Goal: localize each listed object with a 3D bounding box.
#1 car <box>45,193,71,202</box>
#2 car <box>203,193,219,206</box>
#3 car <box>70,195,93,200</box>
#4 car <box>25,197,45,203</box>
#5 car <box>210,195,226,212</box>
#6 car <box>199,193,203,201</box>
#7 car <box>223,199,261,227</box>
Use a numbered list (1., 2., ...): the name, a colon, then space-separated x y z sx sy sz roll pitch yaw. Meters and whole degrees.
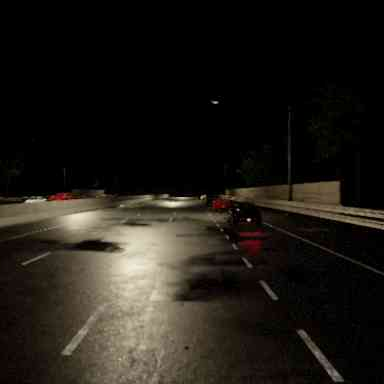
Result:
1. car: -21.024 1.223 53.591 2.150 2.045 5.566 0 0 1
2. car: 3.511 1.233 55.957 2.150 2.045 5.566 0 0 0
3. car: -17.526 1.362 54.072 2.097 1.767 4.553 0 0 1
4. car: -24.528 1.535 52.388 1.812 1.442 4.674 0 0 1
5. car: 3.509 1.482 39.420 1.882 1.535 5.008 0 0 0
6. car: 3.518 1.630 83.501 1.895 1.301 4.718 0 0 0
7. car: 3.505 1.468 22.920 1.837 1.490 4.892 0 0 0
